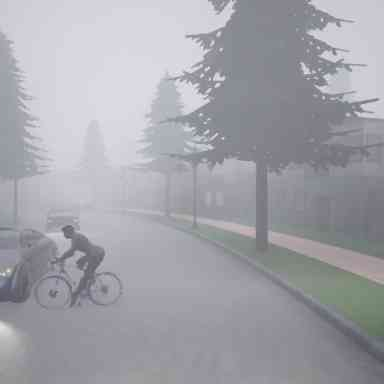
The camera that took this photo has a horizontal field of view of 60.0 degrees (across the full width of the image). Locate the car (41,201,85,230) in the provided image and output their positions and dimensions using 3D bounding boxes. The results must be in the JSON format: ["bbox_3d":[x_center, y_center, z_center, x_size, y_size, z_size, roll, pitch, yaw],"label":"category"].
[{"bbox_3d":[-8.190,1.547,21.098,2.033,1.411,5.357,0,0,-22],"label":"car"}]

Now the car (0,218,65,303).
[{"bbox_3d":[-4.598,1.564,7.922,1.994,1.385,4.181,0,0,-9],"label":"car"}]

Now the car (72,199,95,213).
[{"bbox_3d":[-11.984,1.477,35.584,1.882,1.535,5.008,0,0,-35],"label":"car"}]

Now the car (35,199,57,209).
[{"bbox_3d":[-19.085,1.600,44.034,4.718,1.301,1.895,0,0,45],"label":"car"}]

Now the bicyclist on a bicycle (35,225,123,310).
[{"bbox_3d":[-2.197,1.454,6.433,1.656,1.620,0.582,-2,0,-8],"label":"bicyclist on a bicycle"}]
